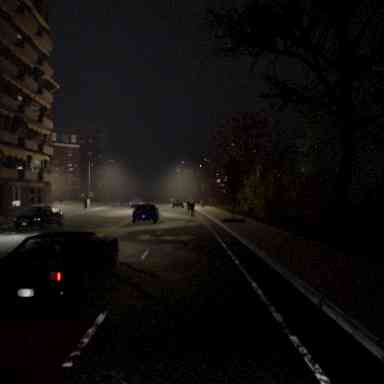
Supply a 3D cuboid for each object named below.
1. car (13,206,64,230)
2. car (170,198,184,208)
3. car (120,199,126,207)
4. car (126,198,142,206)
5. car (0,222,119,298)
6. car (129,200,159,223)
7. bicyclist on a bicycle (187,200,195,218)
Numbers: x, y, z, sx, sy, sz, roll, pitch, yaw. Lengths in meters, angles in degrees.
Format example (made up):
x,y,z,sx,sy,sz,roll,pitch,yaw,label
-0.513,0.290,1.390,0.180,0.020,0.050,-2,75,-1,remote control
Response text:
x,y,z,sx,sy,sz,roll,pitch,yaw,label
-10.308,1.702,22.712,2.128,1.511,4.902,0,-1,-2,car
-2.482,2.005,57.582,1.837,1.490,4.892,0,-1,-5,car
-13.083,2.147,65.682,1.812,1.442,4.674,0,0,-9,car
-8.782,1.828,53.322,2.097,1.767,4.553,0,0,-4,car
-3.242,1.682,8.674,1.895,1.301,4.718,0,-1,-1,car
-3.804,1.728,27.866,1.882,1.535,5.008,0,-1,-2,car
0.057,1.736,32.032,0.582,1.620,1.656,0,-1,-3,bicyclist on a bicycle
